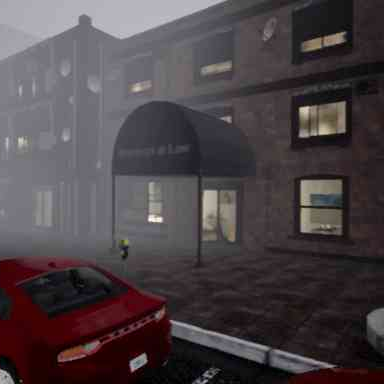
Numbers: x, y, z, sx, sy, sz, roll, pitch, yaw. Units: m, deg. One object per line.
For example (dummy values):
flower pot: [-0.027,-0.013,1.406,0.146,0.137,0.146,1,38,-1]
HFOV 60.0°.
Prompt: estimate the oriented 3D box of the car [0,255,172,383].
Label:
car: [-2.354,1.579,4.619,4.507,1.381,1.887,-1,1,35]

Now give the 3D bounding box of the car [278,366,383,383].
car: [2.224,1.574,1.317,4.206,1.307,1.802,-1,1,35]
